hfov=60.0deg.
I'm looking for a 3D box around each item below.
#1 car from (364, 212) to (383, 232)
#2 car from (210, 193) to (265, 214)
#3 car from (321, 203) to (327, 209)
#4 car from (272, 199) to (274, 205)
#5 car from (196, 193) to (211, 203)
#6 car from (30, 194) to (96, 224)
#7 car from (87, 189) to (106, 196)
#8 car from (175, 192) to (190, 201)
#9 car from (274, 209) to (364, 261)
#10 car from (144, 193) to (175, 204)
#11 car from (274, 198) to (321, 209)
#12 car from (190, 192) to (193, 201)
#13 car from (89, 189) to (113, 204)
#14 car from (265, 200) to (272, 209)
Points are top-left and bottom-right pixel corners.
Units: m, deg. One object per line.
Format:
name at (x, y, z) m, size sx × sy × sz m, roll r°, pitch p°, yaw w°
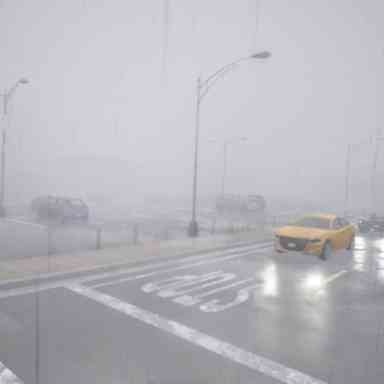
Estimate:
car at (12.506, 2.036, 22.000) m, size 1.895 × 1.301 × 4.718 m, roll 2°, pitch 0°, yaw 41°
car at (4.546, 1.203, 33.637) m, size 4.605 × 1.855 × 1.932 m, roll 2°, pitch 0°, yaw 41°
car at (18.441, 1.844, 50.850) m, size 3.806 × 1.475 × 1.970 m, roll 2°, pitch 0°, yaw 41°
car at (15.505, 1.774, 58.231) m, size 4.514 × 1.523 × 2.007 m, roll 2°, pitch 0°, yaw 41°
car at (3.410, 1.092, 59.527) m, size 4.605 × 1.855 × 1.932 m, roll 2°, pitch 0°, yaw 41°
car at (-7.715, 1.031, 19.670) m, size 3.633 × 1.501 × 1.845 m, roll 2°, pitch 0°, yaw 41°
car at (-25.744, 0.245, 89.812) m, size 2.242 × 1.667 × 4.611 m, roll 2°, pitch 0°, yaw 41°
car at (-3.034, 1.087, 65.045) m, size 3.806 × 1.475 × 1.970 m, roll 2°, pitch 0°, yaw 41°
car at (5.100, 1.642, 13.435) m, size 1.882 × 1.535 × 5.008 m, roll 2°, pitch 0°, yaw 41°
car at (-5.278, 0.972, 50.570) m, size 4.514 × 1.523 × 2.007 m, roll 2°, pitch 0°, yaw 41°
car at (14.494, 1.622, 45.783) m, size 5.027 × 1.636 × 2.152 m, roll 2°, pitch 0°, yaw 41°
car at (-0.388, 0.902, 67.159) m, size 3.866 × 1.878 × 1.905 m, roll 2°, pitch 0°, yaw 41°
car at (-11.842, 0.753, 43.039) m, size 3.633 × 1.501 × 1.845 m, roll 2°, pitch 0°, yaw 41°
car at (6.135, 1.239, 36.105) m, size 3.866 × 1.878 × 1.905 m, roll 2°, pitch 0°, yaw 41°
